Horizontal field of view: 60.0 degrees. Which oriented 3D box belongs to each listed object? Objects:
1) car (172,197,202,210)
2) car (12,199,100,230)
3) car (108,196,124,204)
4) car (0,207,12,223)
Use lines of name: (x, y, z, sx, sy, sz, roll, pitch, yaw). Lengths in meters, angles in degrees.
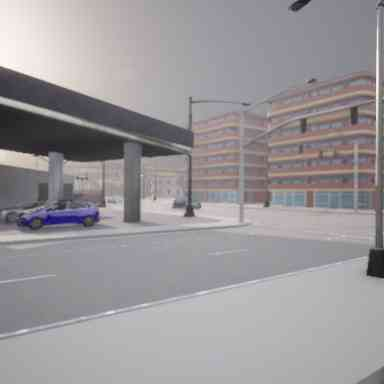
car: (-0.669, 1.424, 44.047, 2.097, 1.767, 4.553, 0, 0, -37)
car: (-7.927, 1.281, 19.981, 4.611, 1.667, 2.242, 0, 0, -35)
car: (-14.285, 1.545, 62.509, 1.812, 1.442, 4.674, 0, 0, -36)
car: (-11.897, 1.424, 24.204, 3.806, 1.475, 1.970, 0, 0, -35)
